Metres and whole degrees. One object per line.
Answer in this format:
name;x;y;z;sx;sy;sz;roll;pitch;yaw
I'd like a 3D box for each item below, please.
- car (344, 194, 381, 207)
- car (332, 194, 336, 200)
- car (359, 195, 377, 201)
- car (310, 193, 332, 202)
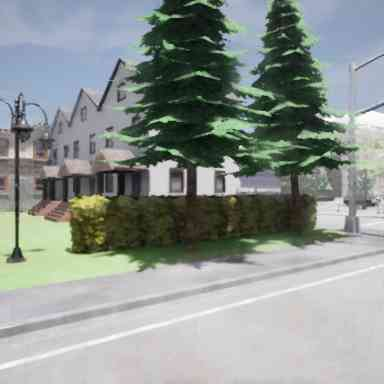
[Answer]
car;23.922;1.107;46.907;1.932;1.855;4.605;0;0;-36
car;28.783;1.111;72.362;1.932;1.855;4.605;0;0;-36
car;43.932;1.391;83.126;1.845;1.501;3.633;0;0;-36
car;26.668;1.090;70.327;1.905;1.878;3.866;0;0;-36
